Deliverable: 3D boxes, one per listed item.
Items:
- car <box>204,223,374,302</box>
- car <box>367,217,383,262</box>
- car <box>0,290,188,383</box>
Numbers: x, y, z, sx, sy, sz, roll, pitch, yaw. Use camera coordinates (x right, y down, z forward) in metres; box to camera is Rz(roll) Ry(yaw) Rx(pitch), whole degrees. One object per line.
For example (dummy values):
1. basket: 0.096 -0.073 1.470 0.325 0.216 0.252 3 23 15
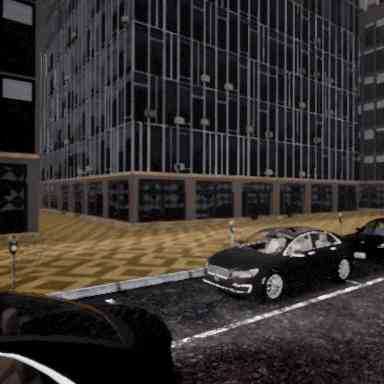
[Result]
1. car: 2.292 1.555 8.188 4.403 1.369 2.008 0 0 -35
2. car: 6.927 1.573 11.493 4.313 1.339 1.947 0 0 -35
3. car: -2.294 1.504 1.742 4.892 1.490 1.837 0 0 -35
